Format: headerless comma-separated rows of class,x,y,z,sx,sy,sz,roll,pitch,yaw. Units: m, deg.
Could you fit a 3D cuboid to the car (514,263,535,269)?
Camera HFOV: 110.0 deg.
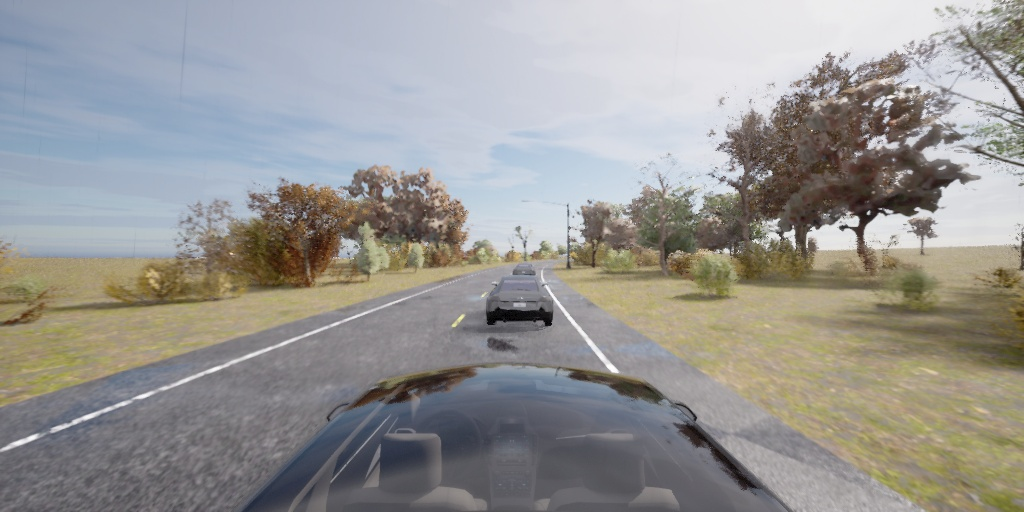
car,1.104,1.314,31.902,1.994,1.385,4.181,0,0,4

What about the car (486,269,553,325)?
car,0.254,1.315,11.851,1.994,1.385,4.181,0,0,1
